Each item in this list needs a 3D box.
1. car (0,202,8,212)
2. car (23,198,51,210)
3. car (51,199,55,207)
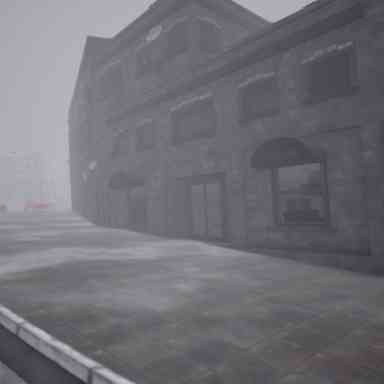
[{"bbox_3d":[-23.429,1.763,39.051,1.837,1.490,4.892,-3,0,-5],"label":"car"},{"bbox_3d":[-24.358,1.789,51.856,2.097,1.767,4.553,-3,-1,-3],"label":"car"},{"bbox_3d":[-28.435,2.202,64.714,2.097,1.767,4.553,-3,-1,-3],"label":"car"}]
